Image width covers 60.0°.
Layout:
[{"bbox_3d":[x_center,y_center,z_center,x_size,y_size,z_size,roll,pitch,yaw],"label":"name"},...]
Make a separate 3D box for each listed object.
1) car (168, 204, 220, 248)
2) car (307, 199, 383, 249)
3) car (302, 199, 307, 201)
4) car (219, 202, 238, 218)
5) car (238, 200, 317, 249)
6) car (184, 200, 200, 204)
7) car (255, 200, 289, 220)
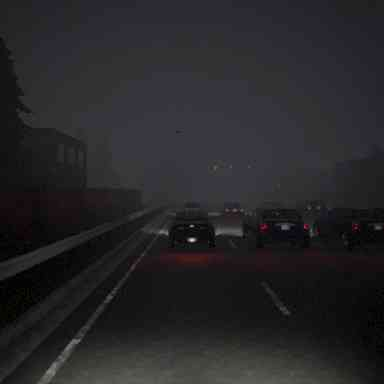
[{"bbox_3d":[0.000,1.514,14.650,1.837,1.490,4.892,0,0,0],"label":"car"},{"bbox_3d":[7.000,1.363,14.620,2.097,1.767,4.553,0,0,0],"label":"car"},{"bbox_3d":[10.500,1.364,29.620,2.097,1.767,4.553,0,0,0],"label":"car"},{"bbox_3d":[3.500,1.561,29.650,2.033,1.411,5.357,0,0,0],"label":"car"},{"bbox_3d":[3.500,1.363,14.620,2.097,1.767,4.553,0,0,0],"label":"car"},{"bbox_3d":[0.000,1.514,29.650,1.837,1.490,4.892,0,0,0],"label":"car"},{"bbox_3d":[7.000,1.514,29.650,1.837,1.490,4.892,0,0,0],"label":"car"}]
